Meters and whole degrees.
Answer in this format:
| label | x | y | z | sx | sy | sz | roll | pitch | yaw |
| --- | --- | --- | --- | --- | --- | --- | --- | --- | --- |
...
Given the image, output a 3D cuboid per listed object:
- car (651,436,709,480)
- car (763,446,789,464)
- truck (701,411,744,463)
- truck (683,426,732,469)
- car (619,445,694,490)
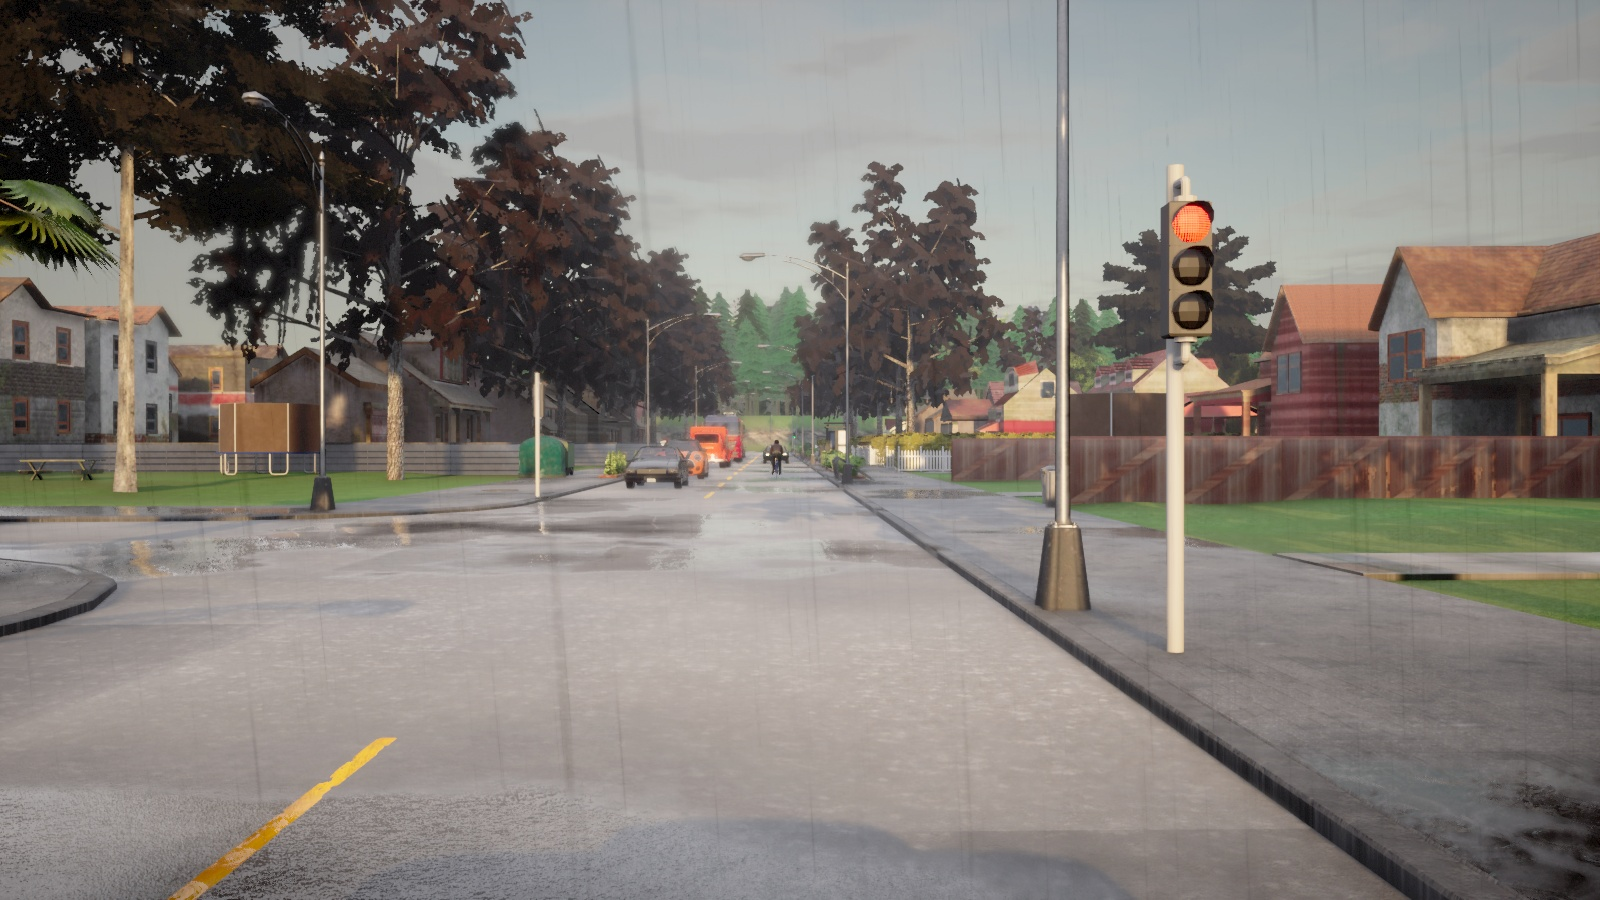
| label | x | y | z | sx | sy | sz | roll | pitch | yaw |
| --- | --- | --- | --- | --- | --- | --- | --- | --- | --- |
| car | -4.985 | 0.303 | 52.843 | 2.097 | 1.767 | 4.553 | 0 | 0 | -1 |
| car | -1.757 | 0.327 | 91.918 | 1.895 | 1.301 | 4.718 | 0 | 0 | -1 |
| truck | -5.837 | -0.964 | 95.952 | 2.891 | 3.827 | 8.468 | 0 | 0 | -1 |
| truck | -5.410 | -0.164 | 74.306 | 2.627 | 2.467 | 5.204 | 0 | 0 | -1 |
| car | -4.789 | 0.549 | 42.690 | 2.033 | 1.411 | 5.357 | 0 | 0 | -1 |
